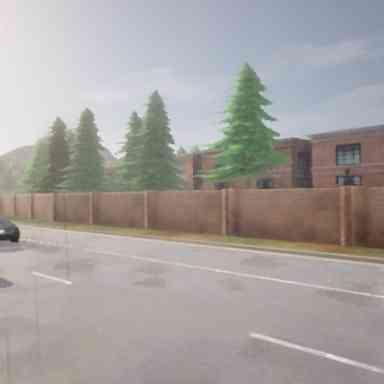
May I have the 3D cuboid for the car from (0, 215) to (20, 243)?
[{"bbox_3d":[-10.433,1.834,16.759,4.181,1.385,1.994,-1,-1,39],"label":"car"}]
